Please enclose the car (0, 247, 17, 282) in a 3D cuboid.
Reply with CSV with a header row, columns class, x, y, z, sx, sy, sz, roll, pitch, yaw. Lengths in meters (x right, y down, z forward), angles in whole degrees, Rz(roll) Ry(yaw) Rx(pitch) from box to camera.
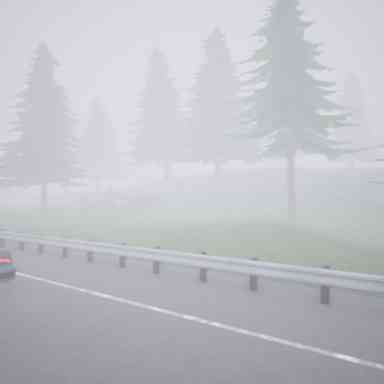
class,x,y,z,sx,sy,sz,roll,pitch,yaw
car,-6.638,1.665,8.654,5.357,1.411,2.033,-1,0,36
